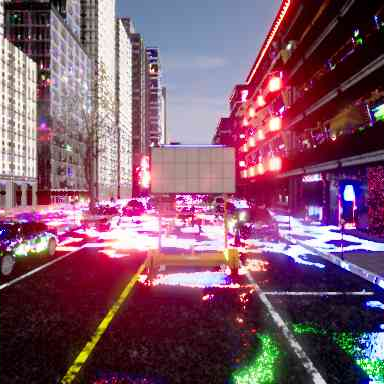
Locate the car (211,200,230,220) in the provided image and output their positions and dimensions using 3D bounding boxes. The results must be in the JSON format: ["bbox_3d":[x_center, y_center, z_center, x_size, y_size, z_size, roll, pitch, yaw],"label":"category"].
[{"bbox_3d":[2.759,1.589,26.774,1.802,1.307,4.206,0,0,0],"label":"car"}]

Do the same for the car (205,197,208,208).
[{"bbox_3d":[2.787,1.455,37.839,1.967,1.590,4.097,0,0,0],"label":"car"}]

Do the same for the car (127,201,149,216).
[{"bbox_3d":[-5.607,1.593,32.329,1.802,1.307,4.206,0,0,0],"label":"car"}]

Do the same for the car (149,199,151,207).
[{"bbox_3d":[-5.565,1.549,48.756,1.752,1.417,4.829,0,0,0],"label":"car"}]

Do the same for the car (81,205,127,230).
[{"bbox_3d":[-5.636,1.529,21.093,1.752,1.417,4.829,0,0,0],"label":"car"}]

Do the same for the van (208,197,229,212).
[{"bbox_3d":[2.773,1.352,32.306,1.690,1.788,3.998,0,0,0],"label":"van"}]

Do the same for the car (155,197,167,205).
[{"bbox_3d":[-5.536,1.580,59.992,1.887,1.381,4.507,0,0,0],"label":"car"}]

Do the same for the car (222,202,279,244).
[{"bbox_3d":[2.730,1.442,15.708,1.967,1.590,4.097,0,0,0],"label":"car"}]

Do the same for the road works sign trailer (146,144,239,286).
[{"bbox_3d":[0.024,0.465,9.384,2.380,3.560,2.880,0,0,0],"label":"road works sign trailer"}]

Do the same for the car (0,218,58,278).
[{"bbox_3d":[-5.664,1.545,10.197,1.887,1.381,4.507,0,0,0],"label":"car"}]

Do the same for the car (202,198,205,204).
[{"bbox_3d":[2.816,1.574,48.904,2.008,1.369,4.403,0,0,0],"label":"car"}]

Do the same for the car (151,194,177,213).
[{"bbox_3d":[-2.995,1.366,37.250,2.097,1.767,4.553,0,0,0],"label":"car"}]

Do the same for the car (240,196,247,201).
[{"bbox_3d":[13.631,1.403,79.348,4.403,1.369,2.008,-1,1,0],"label":"car"}]

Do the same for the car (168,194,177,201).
[{"bbox_3d":[-5.453,1.402,92.380,2.192,1.841,5.009,0,0,0],"label":"car"}]

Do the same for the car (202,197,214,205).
[{"bbox_3d":[2.844,1.586,59.970,2.008,1.369,4.403,0,0,0],"label":"car"}]
